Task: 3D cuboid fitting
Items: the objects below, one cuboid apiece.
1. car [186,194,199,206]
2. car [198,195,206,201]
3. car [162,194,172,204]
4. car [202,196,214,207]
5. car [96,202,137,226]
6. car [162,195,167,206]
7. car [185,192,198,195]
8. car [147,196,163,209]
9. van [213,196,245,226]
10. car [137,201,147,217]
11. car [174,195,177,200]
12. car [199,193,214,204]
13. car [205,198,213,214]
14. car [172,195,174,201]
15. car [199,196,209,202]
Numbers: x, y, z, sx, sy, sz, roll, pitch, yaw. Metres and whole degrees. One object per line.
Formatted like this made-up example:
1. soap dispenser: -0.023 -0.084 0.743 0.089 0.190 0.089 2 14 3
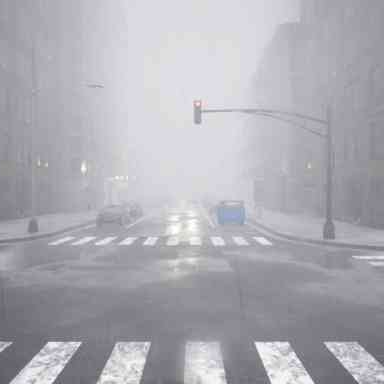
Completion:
1. car: 0.102 1.514 56.228 1.812 1.442 4.674 0 0 1
2. car: 2.637 1.533 85.697 1.947 1.339 4.313 0 0 0
3. car: -5.388 1.549 62.967 1.947 1.339 4.313 0 0 0
4. car: 2.637 1.577 45.928 1.802 1.307 4.206 0 0 0
5. car: -5.388 1.550 23.194 2.008 1.369 4.403 0 0 0
6. car: -5.388 1.557 51.604 1.947 1.339 4.313 0 0 0
7. car: 0.094 1.332 67.112 2.097 1.767 4.553 0 0 -2
8. car: -5.388 1.521 45.752 1.752 1.417 4.829 0 0 0
9. van: 2.637 1.340 23.203 1.690 1.788 3.998 0 0 0
10. car: -5.388 1.544 28.875 1.887 1.381 4.507 0 0 0
11. car: -5.388 1.411 80.012 1.967 1.590 4.097 0 0 0
12. car: 2.637 1.306 51.609 2.192 1.841 5.009 0 0 0
13. car: 2.637 1.581 34.565 1.802 1.307 4.206 0 0 0
14. car: -5.388 1.294 68.648 2.192 1.841 5.009 0 0 0
15. car: 2.637 1.526 74.334 2.008 1.369 4.403 0 0 0
